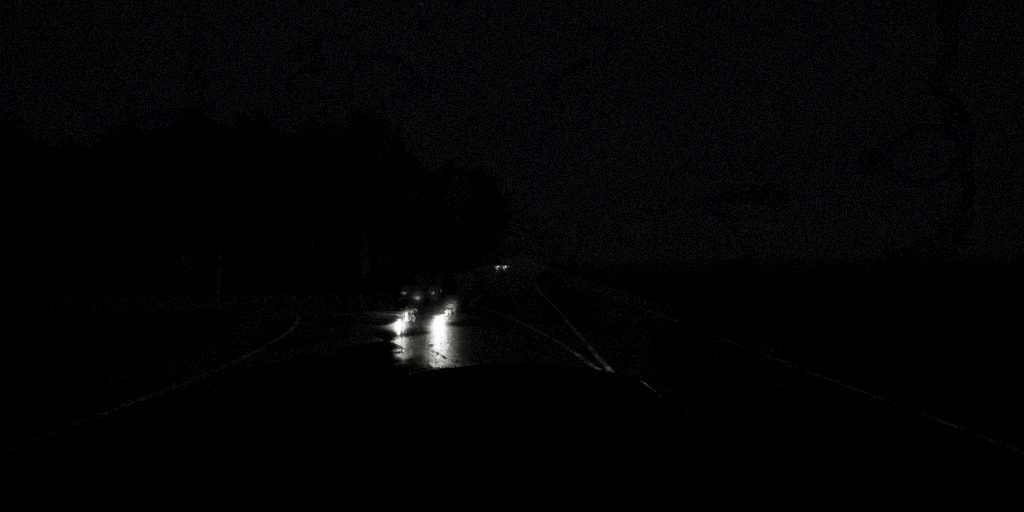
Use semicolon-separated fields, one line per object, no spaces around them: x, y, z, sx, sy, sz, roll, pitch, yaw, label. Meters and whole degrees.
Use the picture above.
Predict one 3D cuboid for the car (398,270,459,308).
-3.490;1.388;15.700;1.837;1.490;4.892;0;-2;0;car
